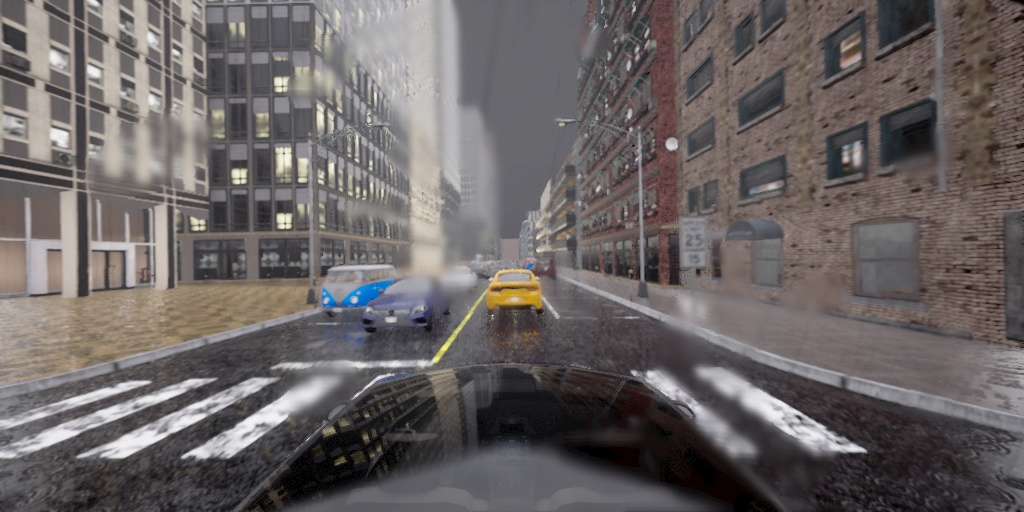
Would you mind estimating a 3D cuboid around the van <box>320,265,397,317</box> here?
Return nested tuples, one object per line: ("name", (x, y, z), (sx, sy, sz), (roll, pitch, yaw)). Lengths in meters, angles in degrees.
("van", (-5.669, 1.245, 13.778), (1.690, 1.789, 3.998), (0, 0, 0))

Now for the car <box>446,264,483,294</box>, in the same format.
("car", (-3.066, 1.414, 21.678), (1.812, 1.442, 4.674), (-1, 0, 0))

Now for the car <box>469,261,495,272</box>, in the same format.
("car", (-3.009, 1.492, 34.053), (2.033, 1.411, 5.357), (-1, 0, 0))

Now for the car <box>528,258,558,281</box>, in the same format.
("car", (2.744, 1.124, 30.415), (2.192, 1.841, 5.009), (0, 0, 0))

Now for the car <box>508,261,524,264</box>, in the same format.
("car", (0.073, 1.491, 43.610), (1.994, 1.385, 4.181), (-1, 0, 0))

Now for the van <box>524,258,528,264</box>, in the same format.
("van", (2.779, 1.230, 47.067), (1.690, 1.789, 3.998), (0, 0, 0))

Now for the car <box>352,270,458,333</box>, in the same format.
("car", (-3.077, 1.366, 11.396), (1.812, 1.442, 4.674), (-1, 0, 0))

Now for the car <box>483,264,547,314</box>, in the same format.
("car", (0.106, 1.265, 14.059), (1.882, 1.535, 5.008), (-1, 0, 0))
